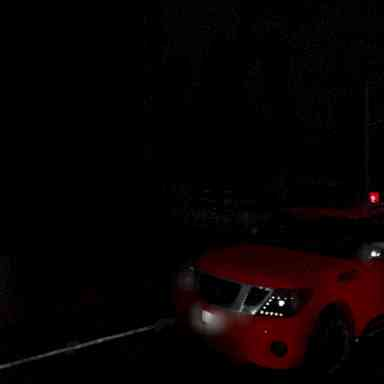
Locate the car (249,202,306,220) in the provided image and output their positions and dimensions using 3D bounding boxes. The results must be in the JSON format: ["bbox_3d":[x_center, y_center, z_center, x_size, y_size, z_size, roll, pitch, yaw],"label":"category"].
[{"bbox_3d":[7.412,1.616,29.219,1.895,1.301,4.718,0,0,-37],"label":"car"}]

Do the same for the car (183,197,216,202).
[{"bbox_3d":[1.351,1.579,37.237,1.994,1.385,4.181,0,0,-37],"label":"car"}]

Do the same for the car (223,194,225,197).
[{"bbox_3d":[7.017,1.092,94.380,1.905,1.878,3.866,0,0,-37],"label":"car"}]

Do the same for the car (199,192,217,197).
[{"bbox_3d":[4.930,1.113,92.316,1.932,1.855,4.605,0,0,-37],"label":"car"}]

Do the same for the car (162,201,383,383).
[{"bbox_3d":[2.471,1.221,5.748,5.566,2.045,2.150,0,0,-35],"label":"car"}]

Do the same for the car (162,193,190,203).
[{"bbox_3d":[-2.795,1.368,48.826,2.097,1.767,4.553,0,0,-37],"label":"car"}]
